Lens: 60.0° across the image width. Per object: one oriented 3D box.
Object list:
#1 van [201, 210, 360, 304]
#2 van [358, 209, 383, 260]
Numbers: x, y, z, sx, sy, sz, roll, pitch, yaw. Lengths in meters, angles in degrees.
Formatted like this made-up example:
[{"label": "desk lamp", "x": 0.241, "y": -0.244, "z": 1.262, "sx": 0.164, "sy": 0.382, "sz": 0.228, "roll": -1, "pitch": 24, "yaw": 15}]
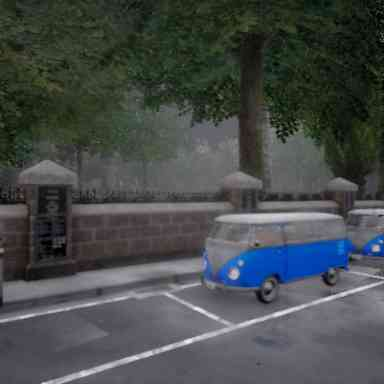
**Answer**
[{"label": "van", "x": 2.100, "y": 1.404, "z": 8.032, "sx": 3.998, "sy": 1.788, "sz": 1.690, "roll": 1, "pitch": -1, "yaw": -35}, {"label": "van", "x": 6.708, "y": 1.459, "z": 11.315, "sx": 3.998, "sy": 1.788, "sz": 1.690, "roll": 1, "pitch": -1, "yaw": -35}]
